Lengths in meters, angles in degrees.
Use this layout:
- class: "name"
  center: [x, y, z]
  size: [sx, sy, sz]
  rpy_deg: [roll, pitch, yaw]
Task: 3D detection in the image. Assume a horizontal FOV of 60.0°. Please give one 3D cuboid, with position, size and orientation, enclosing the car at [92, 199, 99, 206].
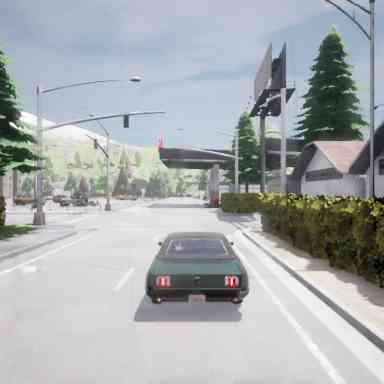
- class: "car"
  center: [-16.153, 1.405, 50.628]
  size: [3.806, 1.475, 1.970]
  rpy_deg: [0, 0, 0]

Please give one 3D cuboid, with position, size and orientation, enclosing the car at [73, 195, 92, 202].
- class: "car"
  center: [-23.997, 1.383, 72.998]
  size: [3.633, 1.501, 1.845]
  rpy_deg: [0, 0, 0]

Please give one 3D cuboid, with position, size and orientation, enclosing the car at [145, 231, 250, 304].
- class: "car"
  center: [0.099, 1.608, 8.111]
  size: [1.895, 1.301, 4.718]
  rpy_deg: [0, 0, 0]

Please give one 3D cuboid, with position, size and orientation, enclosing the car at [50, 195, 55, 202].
- class: "car"
  center: [-23.987, 1.353, 63.005]
  size: [4.514, 1.523, 2.007]
  rpy_deg: [0, 0, 0]

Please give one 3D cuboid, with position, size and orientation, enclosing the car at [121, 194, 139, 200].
- class: "car"
  center: [-16.455, 1.417, 88.021]
  size: [4.514, 1.523, 2.007]
  rpy_deg: [0, 0, 0]

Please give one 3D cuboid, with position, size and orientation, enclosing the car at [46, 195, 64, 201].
- class: "car"
  center: [-35.053, 1.458, 84.932]
  size: [3.806, 1.475, 1.970]
  rpy_deg: [0, 0, 0]

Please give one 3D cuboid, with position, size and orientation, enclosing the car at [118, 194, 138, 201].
- class: "car"
  center: [-16.386, 1.405, 84.884]
  size: [5.027, 1.636, 2.152]
  rpy_deg: [0, 0, 0]

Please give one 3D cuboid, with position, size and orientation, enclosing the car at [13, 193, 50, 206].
- class: "car"
  center: [-24.632, 1.142, 50.545]
  size: [4.605, 1.855, 1.932]
  rpy_deg: [0, 0, 0]

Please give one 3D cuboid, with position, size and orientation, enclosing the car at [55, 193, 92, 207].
- class: "car"
  center: [-16.746, 1.118, 47.300]
  size: [3.866, 1.878, 1.905]
  rpy_deg: [0, 0, 0]
